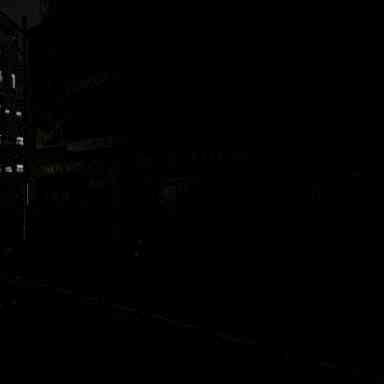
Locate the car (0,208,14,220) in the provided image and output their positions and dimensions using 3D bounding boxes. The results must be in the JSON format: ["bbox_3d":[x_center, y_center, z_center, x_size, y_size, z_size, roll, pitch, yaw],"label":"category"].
[{"bbox_3d":[-18.999,1.908,30.242,1.895,1.301,4.718,0,-1,34],"label":"car"}]
